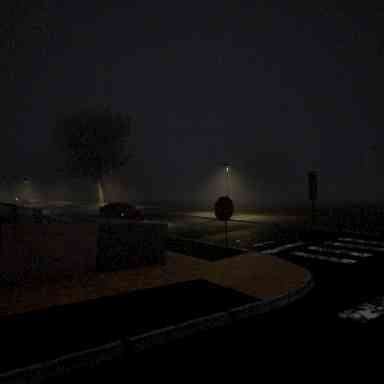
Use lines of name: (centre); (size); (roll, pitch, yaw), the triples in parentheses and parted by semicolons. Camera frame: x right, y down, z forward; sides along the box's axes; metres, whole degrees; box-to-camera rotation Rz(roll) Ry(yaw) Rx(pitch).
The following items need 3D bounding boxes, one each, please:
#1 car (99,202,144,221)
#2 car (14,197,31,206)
car: (-5.626, 1.537, 26.111); (1.882, 1.535, 5.008); (-4, 3, -38)
car: (-28.561, 1.511, 55.842); (2.033, 1.411, 5.357); (-4, 3, -38)
